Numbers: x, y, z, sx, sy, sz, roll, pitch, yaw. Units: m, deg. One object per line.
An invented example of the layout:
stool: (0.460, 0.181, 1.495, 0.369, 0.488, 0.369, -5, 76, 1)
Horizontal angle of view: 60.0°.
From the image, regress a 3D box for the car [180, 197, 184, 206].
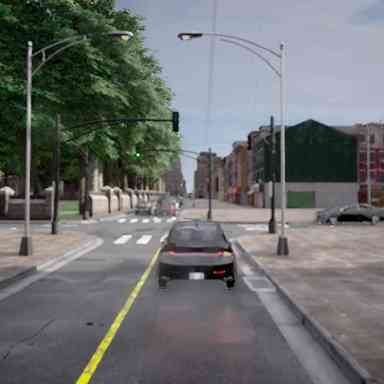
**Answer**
car: (-2.802, 1.840, 54.772, 2.128, 1.511, 4.902, 0, -1, 0)

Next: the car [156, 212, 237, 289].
car: (0.130, 1.545, 9.343, 2.128, 1.511, 4.902, 0, 0, 1)

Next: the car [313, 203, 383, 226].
car: (11.211, 1.572, 23.688, 4.902, 1.511, 2.128, -1, -2, 0)

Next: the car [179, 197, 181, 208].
car: (-2.766, 1.799, 44.701, 1.812, 1.442, 4.674, 0, 0, 0)

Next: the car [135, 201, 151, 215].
car: (-5.300, 1.770, 37.095, 2.008, 1.369, 4.403, 1, 0, 0)

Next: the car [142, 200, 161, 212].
car: (-5.299, 1.819, 44.230, 2.008, 1.369, 4.403, 1, 0, 0)

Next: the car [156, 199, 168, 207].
car: (-5.361, 1.974, 60.580, 1.802, 1.307, 4.206, 1, 0, 0)

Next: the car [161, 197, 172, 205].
car: (-5.398, 1.928, 71.481, 1.967, 1.590, 4.097, 1, -1, 0)

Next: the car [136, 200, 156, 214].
car: (-5.331, 1.758, 39.069, 1.752, 1.417, 4.829, 1, 0, 0)

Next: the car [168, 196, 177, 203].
car: (-5.478, 2.024, 93.283, 2.192, 1.841, 5.009, 1, -1, 0)

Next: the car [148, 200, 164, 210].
car: (-5.320, 1.873, 49.680, 1.947, 1.339, 4.313, 1, 0, 0)

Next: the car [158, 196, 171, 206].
car: (-5.375, 1.754, 66.032, 2.192, 1.841, 5.009, 1, 0, 0)

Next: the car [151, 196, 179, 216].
car: (-2.692, 1.556, 34.443, 2.097, 1.767, 4.553, 0, 0, -1)

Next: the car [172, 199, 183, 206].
car: (-2.791, 1.997, 65.049, 1.994, 1.385, 4.181, 0, 0, 1)

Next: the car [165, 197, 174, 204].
car: (-5.439, 2.034, 82.381, 1.967, 1.590, 4.097, 1, -1, 0)
